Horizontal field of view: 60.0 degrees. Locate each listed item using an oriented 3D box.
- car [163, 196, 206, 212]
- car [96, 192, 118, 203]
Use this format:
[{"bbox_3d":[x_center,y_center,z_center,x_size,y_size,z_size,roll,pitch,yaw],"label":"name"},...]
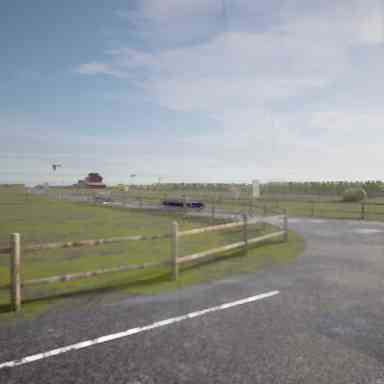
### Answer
[{"bbox_3d":[-0.760,1.082,30.997,1.895,1.301,4.718,1,1,-37],"label":"car"},{"bbox_3d":[-12.004,0.691,46.533,1.812,1.442,4.674,1,1,-35],"label":"car"}]
